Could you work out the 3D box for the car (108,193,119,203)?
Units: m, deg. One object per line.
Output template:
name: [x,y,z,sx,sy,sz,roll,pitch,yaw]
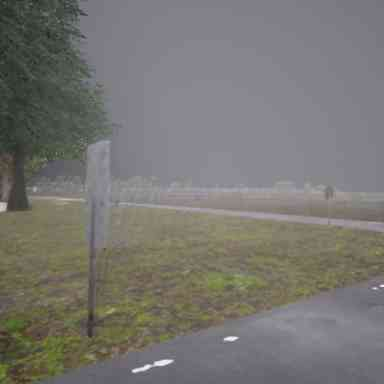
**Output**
car: [-13.350,0.955,53.759,2.128,1.511,4.902,2,-1,-35]
